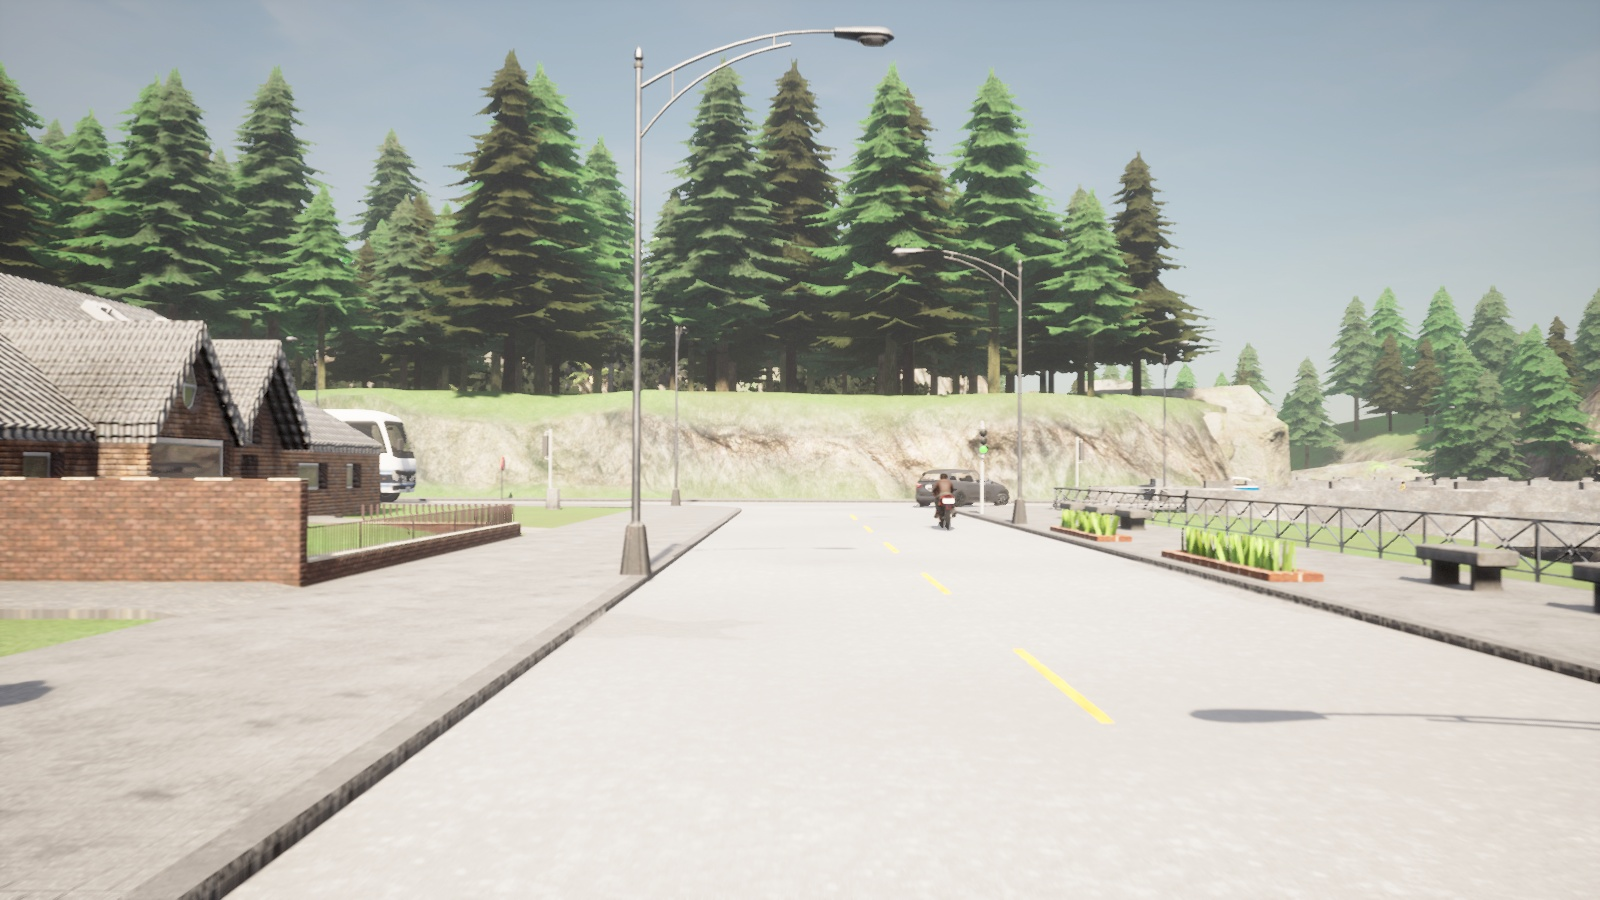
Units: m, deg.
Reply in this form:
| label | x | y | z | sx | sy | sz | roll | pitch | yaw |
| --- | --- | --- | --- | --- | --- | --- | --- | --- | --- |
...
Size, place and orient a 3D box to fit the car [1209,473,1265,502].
| label | x | y | z | sx | sy | sz | roll | pitch | yaw |
| --- | --- | --- | --- | --- | --- | --- | --- | --- | --- |
| car | 21.133 | 1.802 | 60.773 | 2.207 | 1.376 | 1.481 | 0 | -1 | 0 |

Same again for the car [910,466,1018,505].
| label | x | y | z | sx | sy | sz | roll | pitch | yaw |
| --- | --- | --- | --- | --- | --- | --- | --- | --- | --- |
| car | 7.287 | 1.560 | 55.582 | 4.611 | 1.667 | 2.242 | 1 | -2 | -42 |

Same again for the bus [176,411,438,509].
| label | x | y | z | sx | sy | sz | roll | pitch | yaw |
| --- | --- | --- | --- | --- | --- | --- | --- | --- | --- |
| bus | -22.066 | 0.476 | 56.701 | 10.273 | 4.253 | 3.944 | 0 | -1 | 0 |

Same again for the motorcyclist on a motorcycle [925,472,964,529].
| label | x | y | z | sx | sy | sz | roll | pitch | yaw |
| --- | --- | --- | --- | --- | --- | --- | --- | --- | --- |
| motorcyclist on a motorcycle | 3.920 | 1.354 | 34.217 | 0.797 | 1.523 | 2.044 | 0 | -1 | 0 |
